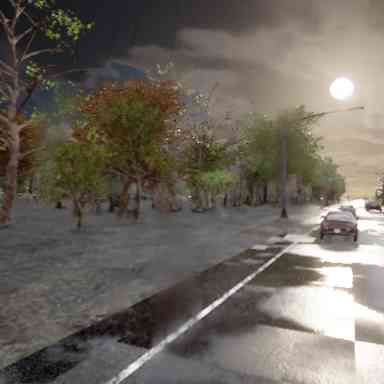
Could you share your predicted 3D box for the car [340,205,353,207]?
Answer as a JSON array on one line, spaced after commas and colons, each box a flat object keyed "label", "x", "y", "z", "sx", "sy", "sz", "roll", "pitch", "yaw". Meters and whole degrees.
[{"label": "car", "x": 17.027, "y": 2.125, "z": 36.612, "sx": 2.033, "sy": 1.411, "sz": 5.357, "roll": 0, "pitch": -1, "yaw": 26}]

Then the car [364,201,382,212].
[{"label": "car", "x": 28.783, "y": 2.211, "z": 52.712, "sx": 2.097, "sy": 1.767, "sz": 4.553, "roll": 0, "pitch": -1, "yaw": 27}]

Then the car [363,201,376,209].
[{"label": "car", "x": 34.899, "y": 2.603, "z": 65.462, "sx": 2.033, "sy": 1.411, "sz": 5.357, "roll": 0, "pitch": -1, "yaw": 26}]

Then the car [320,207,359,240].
[{"label": "car", "x": 8.355, "y": 1.821, "z": 18.850, "sx": 1.812, "sy": 1.442, "sz": 4.674, "roll": 0, "pitch": -1, "yaw": 26}]
